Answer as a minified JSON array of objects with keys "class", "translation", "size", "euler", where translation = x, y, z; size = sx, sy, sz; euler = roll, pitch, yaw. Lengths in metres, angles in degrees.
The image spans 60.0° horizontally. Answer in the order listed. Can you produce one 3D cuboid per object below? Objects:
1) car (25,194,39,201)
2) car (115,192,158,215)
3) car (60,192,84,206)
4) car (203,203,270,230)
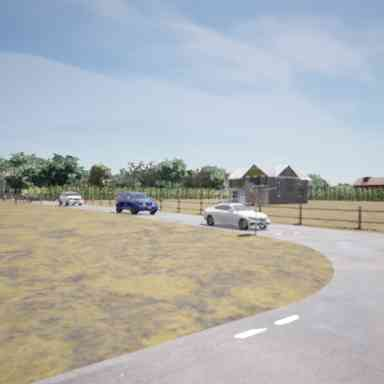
[{"class":"car","translation":[-40.152,1.536,84.319],"size":[2.128,1.511,4.902],"euler":[2,-2,-36]},{"class":"car","translation":[-5.295,1.037,31.154],"size":[2.150,2.045,5.566],"euler":[2,-1,-36]},{"class":"car","translation":[-17.557,1.013,48.291],"size":[2.150,2.045,5.566],"euler":[2,-2,-35]},{"class":"car","translation":[2.591,1.416,20.293],"size":[1.812,1.442,4.674],"euler":[2,-1,-38]}]
